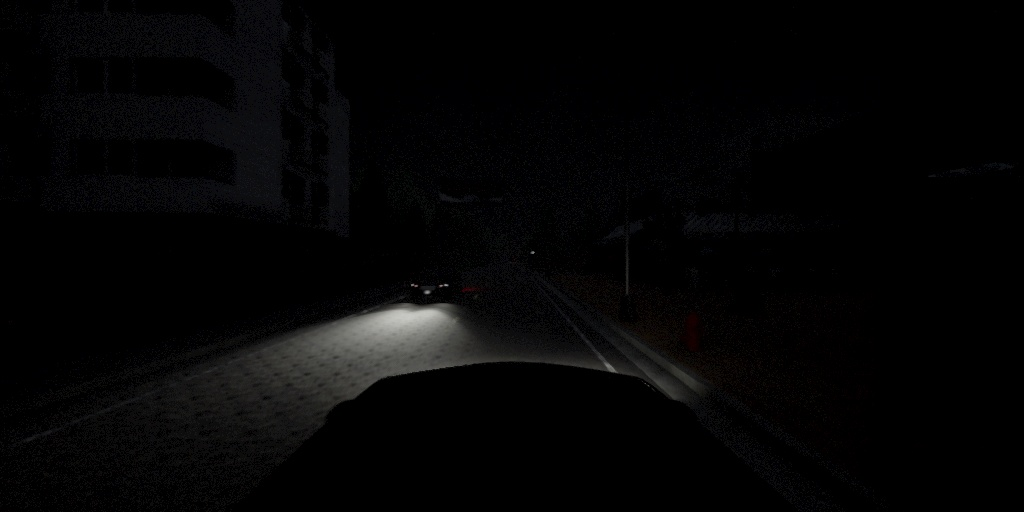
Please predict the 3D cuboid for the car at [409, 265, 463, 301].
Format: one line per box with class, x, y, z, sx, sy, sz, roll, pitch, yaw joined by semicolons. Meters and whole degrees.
car;-3.501;1.212;17.272;2.128;1.511;4.902;0;1;0
